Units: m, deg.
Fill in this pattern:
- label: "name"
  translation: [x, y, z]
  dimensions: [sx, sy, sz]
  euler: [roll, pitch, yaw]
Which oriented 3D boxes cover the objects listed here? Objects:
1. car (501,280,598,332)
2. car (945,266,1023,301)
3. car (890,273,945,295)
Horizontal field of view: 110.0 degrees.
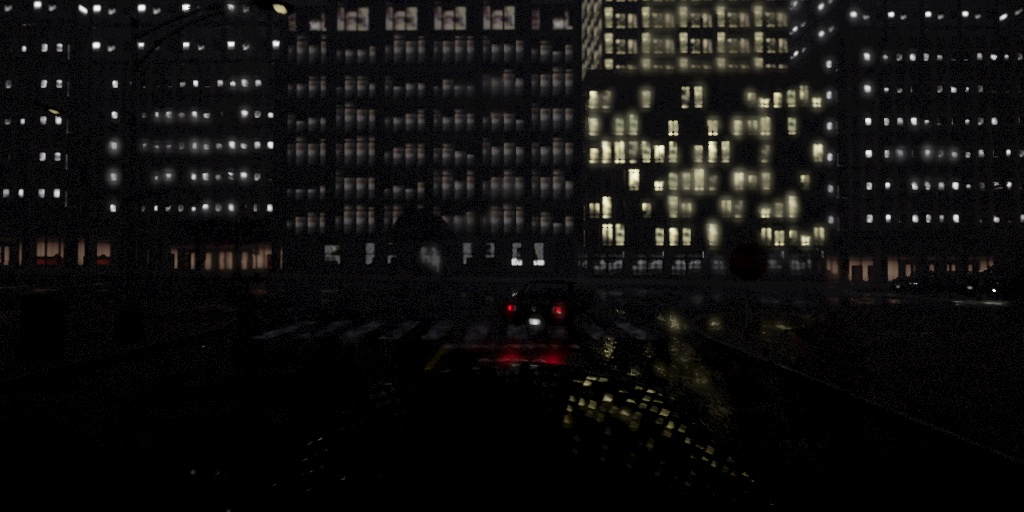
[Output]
- label: "car"
  translation: [1.402, 1.399, 11.207]
  dimensions: [1.895, 1.301, 4.718]
  euler: [0, 0, 21]
- label: "car"
  translation: [30.334, 1.602, 21.558]
  dimensions: [5.566, 2.045, 2.150]
  euler: [1, -1, 1]
- label: "car"
  translation: [29.225, 1.903, 24.818]
  dimensions: [4.902, 1.511, 2.128]
  euler: [1, -1, 1]
